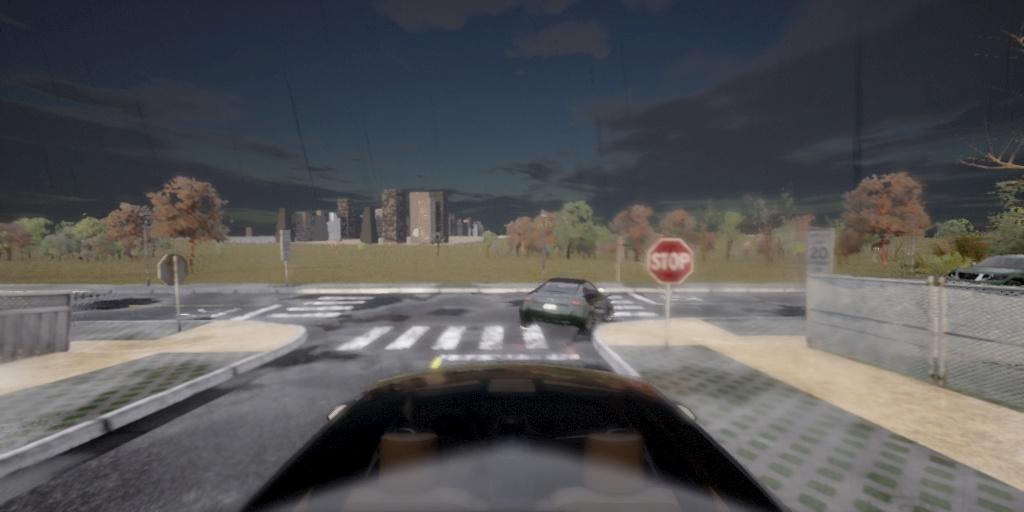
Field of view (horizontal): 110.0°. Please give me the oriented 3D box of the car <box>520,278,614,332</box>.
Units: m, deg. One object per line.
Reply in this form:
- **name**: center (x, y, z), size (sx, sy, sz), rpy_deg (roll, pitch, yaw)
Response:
- **car**: center (1.848, 1.399, 11.180), size (1.994, 1.385, 4.181), rpy_deg (3, -2, 25)

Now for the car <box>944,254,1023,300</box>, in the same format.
- **car**: center (24.753, 0.960, 17.505), size (5.566, 2.045, 2.150), rpy_deg (0, 3, -2)
